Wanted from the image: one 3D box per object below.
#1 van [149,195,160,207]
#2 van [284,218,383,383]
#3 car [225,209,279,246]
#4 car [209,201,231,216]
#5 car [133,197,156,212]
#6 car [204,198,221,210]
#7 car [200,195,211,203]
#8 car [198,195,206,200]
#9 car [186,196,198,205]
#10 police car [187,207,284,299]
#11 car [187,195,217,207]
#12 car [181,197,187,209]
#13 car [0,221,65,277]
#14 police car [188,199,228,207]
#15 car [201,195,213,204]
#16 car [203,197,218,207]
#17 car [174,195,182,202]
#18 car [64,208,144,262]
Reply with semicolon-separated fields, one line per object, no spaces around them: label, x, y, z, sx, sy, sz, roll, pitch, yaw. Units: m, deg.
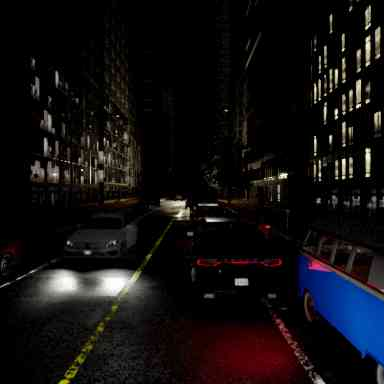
van;-5.699;1.328;50.020;1.690;1.788;3.998;0;0;0
van;2.689;1.341;4.478;1.690;1.788;3.998;0;0;0
car;2.687;1.581;15.862;1.802;1.307;4.206;0;0;0
car;2.684;1.581;32.940;1.802;1.307;4.206;0;0;0
car;-5.697;1.548;38.634;2.008;1.369;4.403;0;0;0
car;2.683;1.544;44.325;2.008;1.369;4.403;0;0;0
car;2.679;1.401;67.094;1.967;1.590;4.097;0;0;0
car;2.676;1.463;89.865;1.887;1.381;4.507;0;0;0
car;-0.011;1.521;59.243;2.033;1.411;5.357;0;0;0
police car;0.898;1.425;8.606;1.930;1.638;5.238;0;0;0
car;0.895;1.224;24.527;2.150;2.045;5.566;0;0;0
car;-0.007;1.540;44.755;2.033;1.411;5.357;0;0;0
car;-5.693;1.582;10.171;1.802;1.307;4.206;0;0;0
police car;0.896;1.425;18.607;1.930;1.638;5.238;0;0;0
car;2.680;1.410;61.402;1.967;1.590;4.097;0;0;0
car;2.682;1.538;50.017;2.008;1.369;4.403;0;0;0
car;-3.014;1.494;75.774;2.033;1.411;5.357;0;0;0
car;-3.103;1.525;12.212;1.812;1.442;4.674;0;0;0
